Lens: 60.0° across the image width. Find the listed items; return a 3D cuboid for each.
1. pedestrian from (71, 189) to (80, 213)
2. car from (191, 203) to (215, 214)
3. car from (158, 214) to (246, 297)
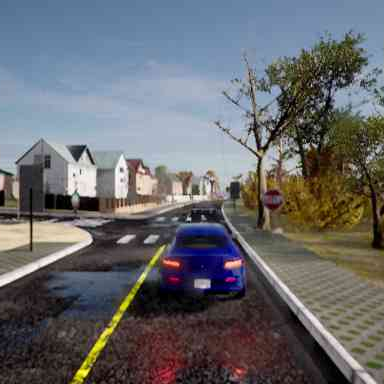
[{"bbox_3d":[-9.151,0.708,26.056,0.375,1.860,0.375,0,-3,1],"label":"pedestrian"},{"bbox_3d":[0.956,1.542,27.455,1.895,1.301,4.718,0,0,3],"label":"car"},{"bbox_3d":[0.226,1.502,8.370,1.812,1.442,4.674,0,0,1],"label":"car"}]
